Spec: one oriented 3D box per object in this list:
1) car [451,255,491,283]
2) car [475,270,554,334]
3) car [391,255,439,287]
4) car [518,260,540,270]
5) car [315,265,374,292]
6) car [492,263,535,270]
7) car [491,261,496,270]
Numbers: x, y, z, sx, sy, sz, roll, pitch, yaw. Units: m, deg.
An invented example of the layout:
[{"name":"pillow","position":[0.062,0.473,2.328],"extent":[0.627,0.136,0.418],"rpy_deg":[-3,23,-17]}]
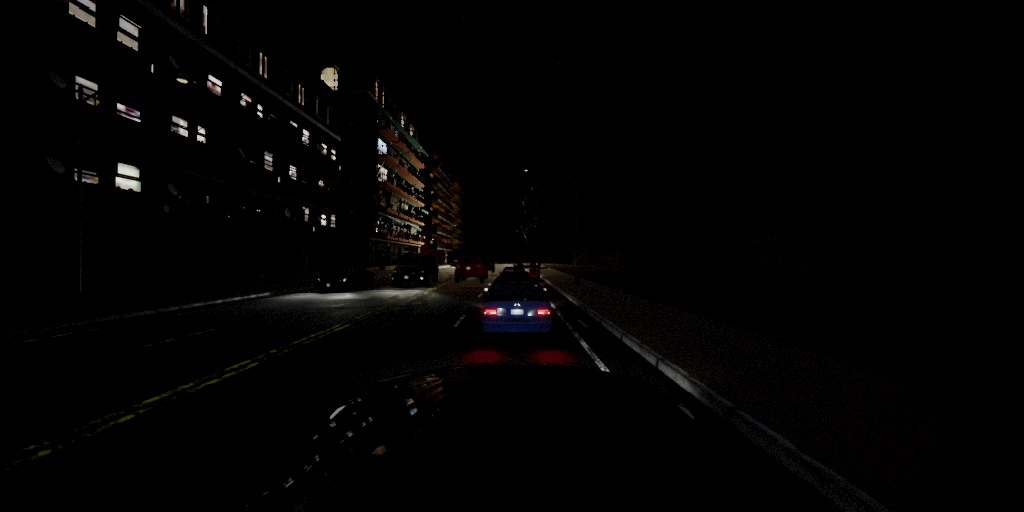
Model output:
[{"name":"car","position":[-3.120,0.973,28.344],"extent":[2.150,2.045,5.566],"rpy_deg":[0,0,0]},{"name":"car","position":[0.112,1.299,10.542],"extent":[2.033,1.411,5.357],"rpy_deg":[0,0,0]},{"name":"car","position":[-6.573,0.975,25.055],"extent":[2.150,2.045,5.566],"rpy_deg":[0,0,0]},{"name":"car","position":[1.170,1.104,29.811],"extent":[2.097,1.767,4.553],"rpy_deg":[0,0,0]},{"name":"car","position":[-9.815,1.278,21.470],"extent":[1.812,1.442,4.674],"rpy_deg":[0,0,0]},{"name":"car","position":[0.116,1.317,20.876],"extent":[1.994,1.385,4.181],"rpy_deg":[0,0,1]},{"name":"car","position":[-3.102,1.279,45.301],"extent":[1.812,1.442,4.674],"rpy_deg":[0,0,0]}]
